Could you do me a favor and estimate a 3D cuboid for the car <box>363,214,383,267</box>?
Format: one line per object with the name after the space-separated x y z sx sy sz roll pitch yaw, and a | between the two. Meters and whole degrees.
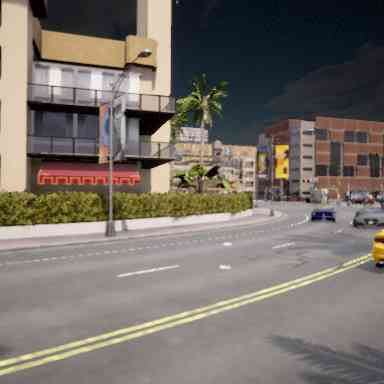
7.495 1.577 10.817 1.882 1.535 5.008 0 0 44 | car

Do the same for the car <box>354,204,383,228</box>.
12.371 1.754 22.915 1.994 1.385 4.181 0 0 30 | car

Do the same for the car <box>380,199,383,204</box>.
20.647 1.805 34.554 1.837 1.490 4.892 0 0 13 | car

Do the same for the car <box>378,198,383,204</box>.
44.852 2.060 75.601 1.816 1.474 4.193 0 0 -17 | car

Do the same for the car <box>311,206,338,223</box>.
11.039 1.806 27.574 1.895 1.301 4.718 0 0 24 | car
